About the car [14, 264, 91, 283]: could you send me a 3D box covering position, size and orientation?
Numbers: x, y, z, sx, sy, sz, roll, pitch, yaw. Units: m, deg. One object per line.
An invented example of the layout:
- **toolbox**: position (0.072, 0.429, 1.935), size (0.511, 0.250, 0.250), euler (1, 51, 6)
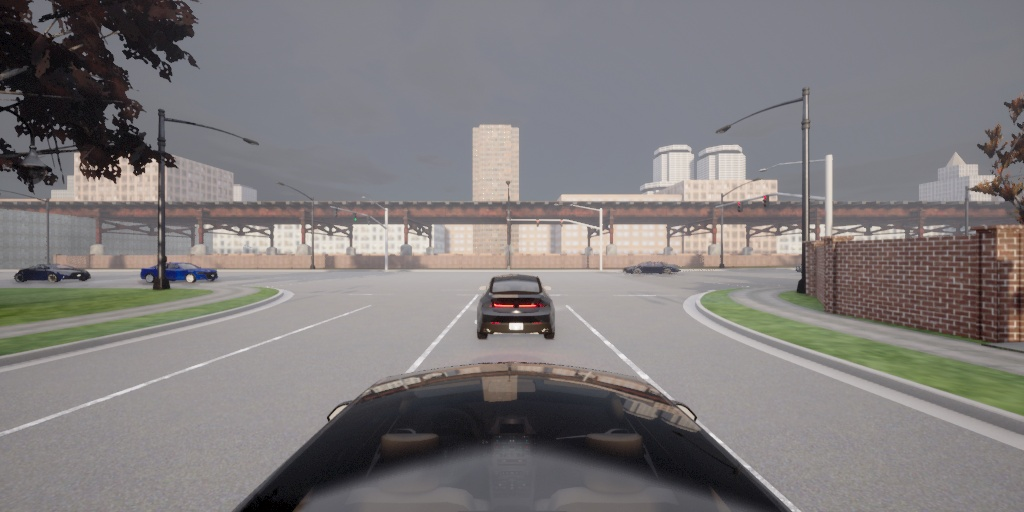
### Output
- **car**: position (-35.254, 1.314, 27.600), size (4.181, 1.385, 1.994), euler (0, 0, 2)

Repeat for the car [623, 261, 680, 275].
- **car**: position (14.295, 1.240, 36.928), size (5.357, 1.411, 2.033), euler (0, 0, 2)

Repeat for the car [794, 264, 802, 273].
- **car**: position (31.476, 1.047, 36.468), size (4.674, 1.442, 1.812), euler (0, 0, 2)

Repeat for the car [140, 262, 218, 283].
- **car**: position (-25.226, 1.227, 27.291), size (5.008, 1.535, 1.882), euler (0, 0, 2)

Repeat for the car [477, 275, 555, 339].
- **car**: position (0.093, 1.255, 10.060), size (1.837, 1.490, 4.892), euler (0, 0, 0)
